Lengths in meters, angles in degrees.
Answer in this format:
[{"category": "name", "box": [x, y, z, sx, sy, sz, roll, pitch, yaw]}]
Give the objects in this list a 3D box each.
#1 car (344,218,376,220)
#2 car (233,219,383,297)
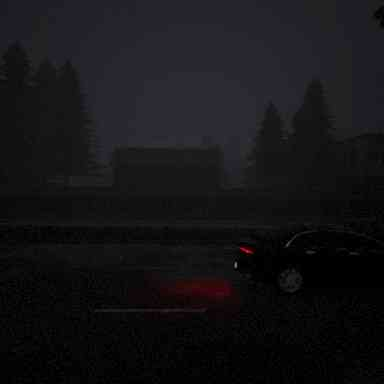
[{"category": "car", "box": [6.220, 1.655, 11.863, 5.357, 1.411, 2.033, 1, 0, -4]}, {"category": "car", "box": [3.481, 1.564, 8.200, 4.892, 1.490, 1.837, 1, 0, -3]}]
